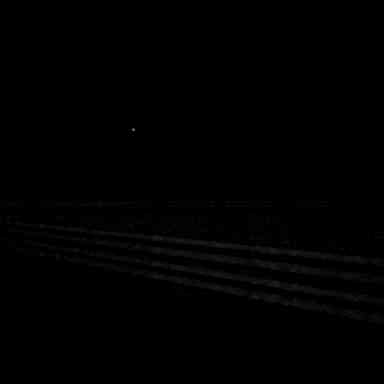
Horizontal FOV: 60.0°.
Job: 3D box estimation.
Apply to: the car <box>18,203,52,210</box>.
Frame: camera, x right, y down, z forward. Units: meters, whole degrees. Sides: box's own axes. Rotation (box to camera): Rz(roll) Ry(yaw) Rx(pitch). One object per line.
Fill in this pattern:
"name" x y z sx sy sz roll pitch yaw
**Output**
"car" -21.918 1.774 47.354 5.357 1.411 2.033 0 0 13
